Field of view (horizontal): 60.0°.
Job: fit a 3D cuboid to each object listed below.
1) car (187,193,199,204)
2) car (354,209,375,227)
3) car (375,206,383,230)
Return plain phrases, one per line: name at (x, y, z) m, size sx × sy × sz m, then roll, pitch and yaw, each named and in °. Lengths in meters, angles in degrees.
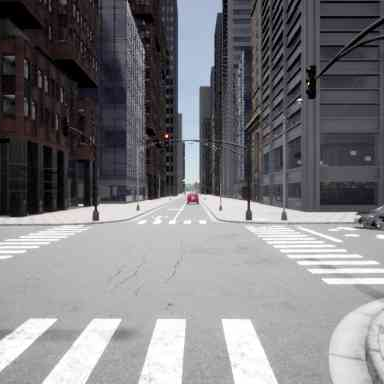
car at (0.191, 1.240, 62.324) m, size 2.150 × 2.045 × 5.566 m, roll 0°, pitch 0°, yaw 0°
car at (12.185, 1.393, 19.585) m, size 4.902 × 1.511 × 2.128 m, roll 0°, pitch 0°, yaw 2°
car at (12.157, 1.401, 16.355) m, size 4.902 × 1.511 × 2.128 m, roll 0°, pitch 0°, yaw -1°
